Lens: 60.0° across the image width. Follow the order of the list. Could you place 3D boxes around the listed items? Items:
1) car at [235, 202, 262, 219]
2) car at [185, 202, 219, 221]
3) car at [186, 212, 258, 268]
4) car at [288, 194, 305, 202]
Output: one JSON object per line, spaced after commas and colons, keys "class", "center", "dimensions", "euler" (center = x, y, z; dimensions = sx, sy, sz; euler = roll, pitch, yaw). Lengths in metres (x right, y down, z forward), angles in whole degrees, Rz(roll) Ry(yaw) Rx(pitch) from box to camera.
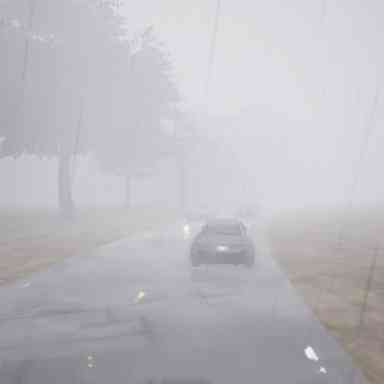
{"class": "car", "center": [4.972, 1.605, 28.972], "dimensions": [2.033, 1.411, 5.357], "euler": [0, 0, 18]}
{"class": "car", "center": [0.875, 1.583, 26.249], "dimensions": [1.837, 1.490, 4.892], "euler": [0, 0, 16]}
{"class": "car", "center": [1.122, 1.624, 11.663], "dimensions": [1.994, 1.385, 4.181], "euler": [0, 0, 7]}
{"class": "car", "center": [19.759, 1.050, 62.879], "dimensions": [1.882, 1.535, 5.008], "euler": [-1, 1, 39]}
